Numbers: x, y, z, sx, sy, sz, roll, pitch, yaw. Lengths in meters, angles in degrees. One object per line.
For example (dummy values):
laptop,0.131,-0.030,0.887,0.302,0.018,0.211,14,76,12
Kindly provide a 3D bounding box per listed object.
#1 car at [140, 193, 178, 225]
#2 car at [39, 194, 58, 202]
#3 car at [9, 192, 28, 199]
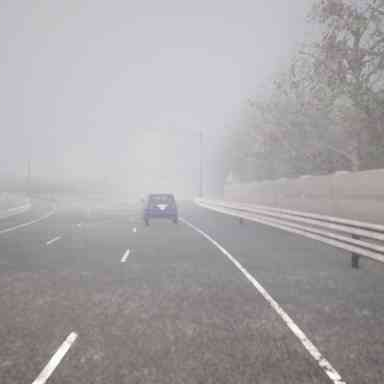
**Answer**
car,-2.334,1.073,23.077,2.150,2.045,5.566,0,0,-11
car,-26.831,1.226,62.758,1.895,1.301,4.718,0,0,-36
car,-40.937,0.854,78.852,4.892,1.490,1.837,0,1,43
